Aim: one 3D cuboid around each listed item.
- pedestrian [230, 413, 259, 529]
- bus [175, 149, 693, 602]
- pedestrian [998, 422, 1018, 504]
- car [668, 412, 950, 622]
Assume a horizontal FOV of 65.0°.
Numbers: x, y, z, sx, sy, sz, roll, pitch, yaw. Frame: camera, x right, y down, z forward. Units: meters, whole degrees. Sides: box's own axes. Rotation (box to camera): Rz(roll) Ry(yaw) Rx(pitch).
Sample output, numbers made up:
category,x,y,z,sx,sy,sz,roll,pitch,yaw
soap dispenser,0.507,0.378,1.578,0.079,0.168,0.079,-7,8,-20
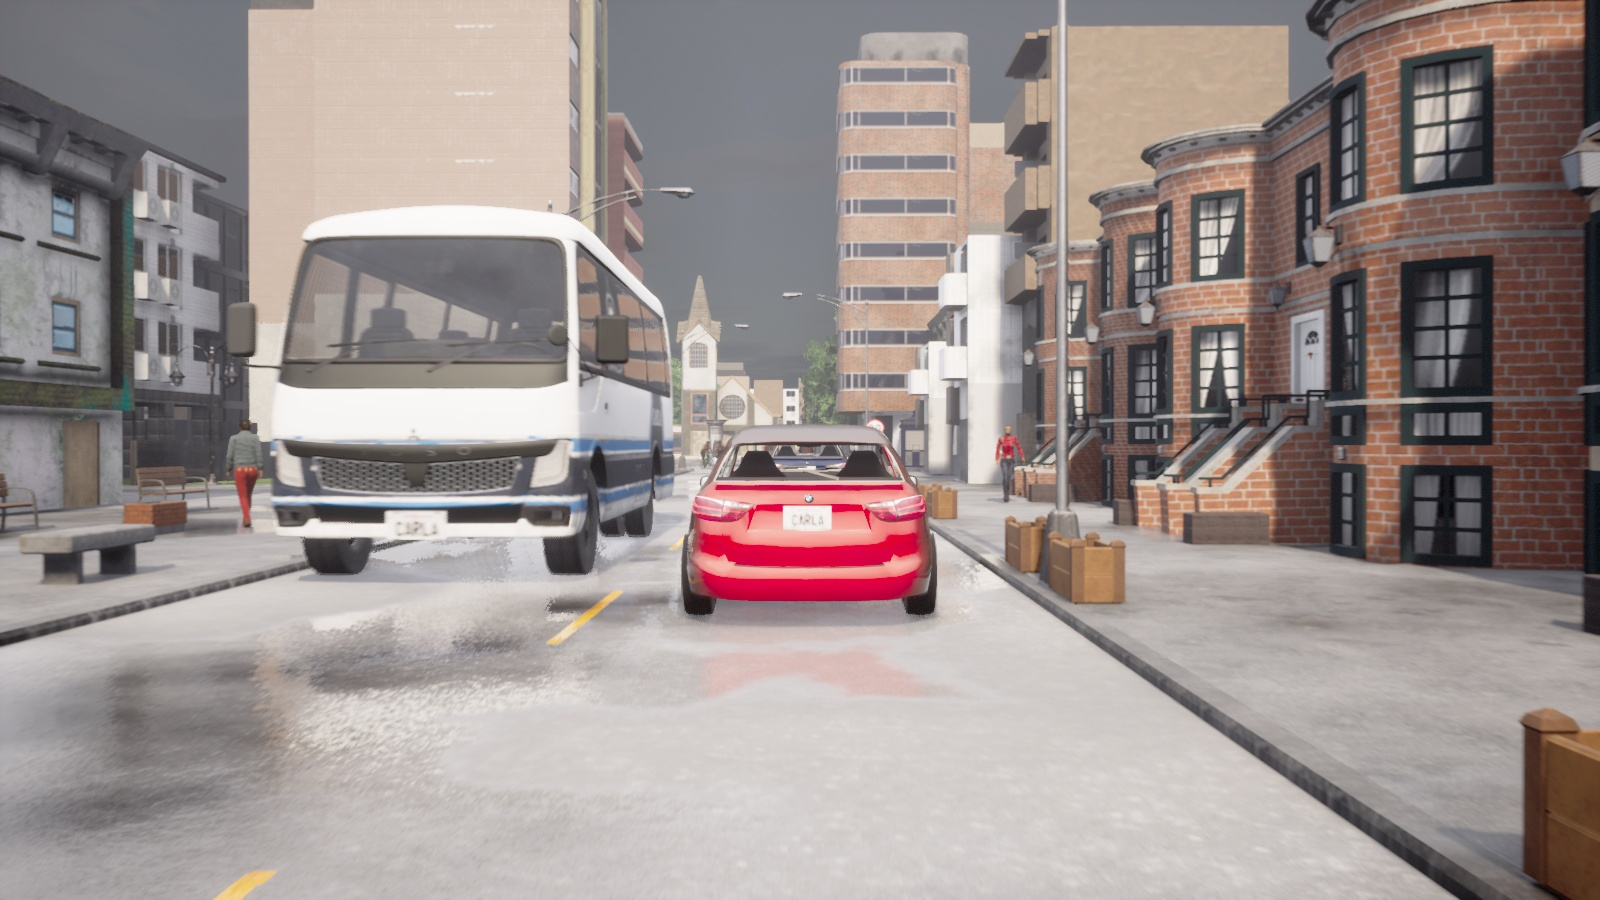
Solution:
category,x,y,z,sx,sy,sz,roll,pitch,yaw
pedestrian,-9.047,0.334,20.446,0.353,1.847,0.614,0,0,-31
bus,-3.885,-0.729,16.955,3.944,4.253,10.273,0,0,0
pedestrian,4.751,0.298,28.710,0.331,1.846,0.636,0,0,-1
car,0.086,0.522,12.294,2.242,1.667,4.611,0,0,0
